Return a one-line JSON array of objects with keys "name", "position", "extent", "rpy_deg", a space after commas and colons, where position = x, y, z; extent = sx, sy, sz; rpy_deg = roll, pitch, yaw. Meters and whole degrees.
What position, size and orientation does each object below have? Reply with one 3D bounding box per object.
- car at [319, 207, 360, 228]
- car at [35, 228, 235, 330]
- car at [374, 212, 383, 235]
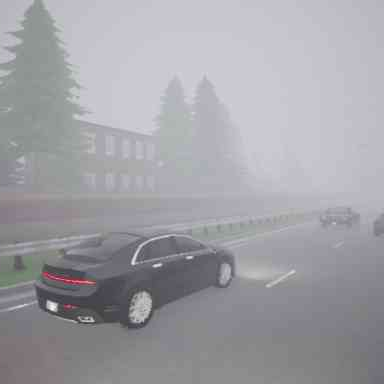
[{"name": "car", "position": [10.464, 1.733, 23.296], "extent": [1.895, 1.301, 4.718], "rpy_deg": [0, 0, 35]}, {"name": "car", "position": [-0.795, 1.546, 7.186], "extent": [1.837, 1.490, 4.892], "rpy_deg": [0, 0, 35]}, {"name": "car", "position": [11.524, 1.670, 18.708], "extent": [1.994, 1.385, 4.181], "rpy_deg": [0, 0, 35]}]
